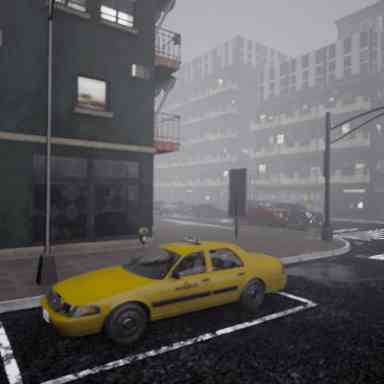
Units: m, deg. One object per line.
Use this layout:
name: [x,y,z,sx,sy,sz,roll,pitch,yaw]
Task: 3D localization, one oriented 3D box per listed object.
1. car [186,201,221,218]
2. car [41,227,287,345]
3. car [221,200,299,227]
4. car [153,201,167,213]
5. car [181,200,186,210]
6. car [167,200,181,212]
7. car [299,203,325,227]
car: [2.008,1.731,32.482,2.033,1.411,5.357,1,0,-36]
car: [-0.223,1.569,6.398,4.829,1.417,1.752,1,-1,-35]
car: [4.813,1.493,24.182,2.192,1.841,5.009,1,0,-36]
car: [-5.130,1.670,37.964,1.887,1.381,4.507,1,0,-36]
car: [-1.649,1.799,47.461,1.802,1.307,4.206,1,0,-36]
car: [-3.729,1.756,40.453,1.895,1.301,4.718,1,0,-36]
car: [7.568,1.567,24.705,2.097,1.767,4.553,1,0,-34]
